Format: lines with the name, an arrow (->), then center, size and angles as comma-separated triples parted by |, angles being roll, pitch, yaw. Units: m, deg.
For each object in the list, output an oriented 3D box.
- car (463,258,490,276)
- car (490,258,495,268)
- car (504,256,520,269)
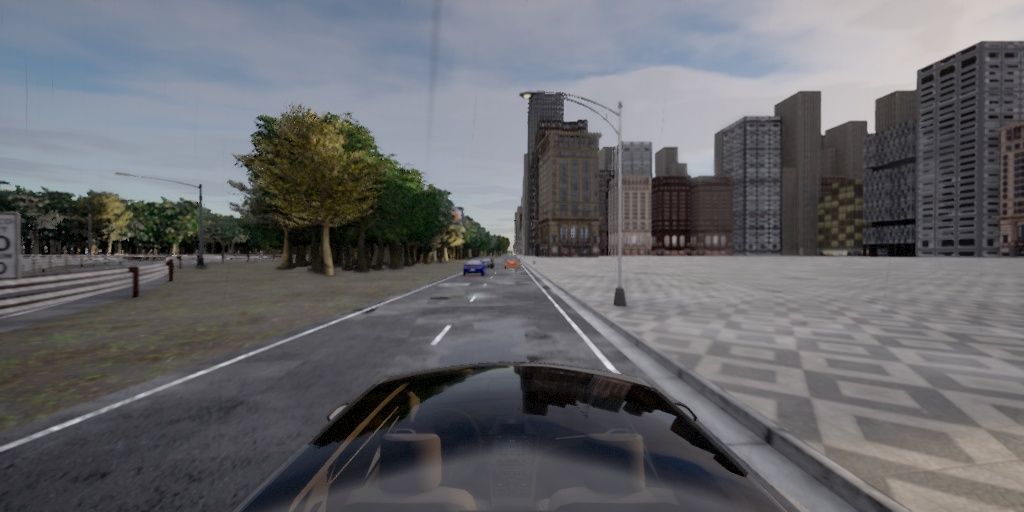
car -> -3.498, 1.044, 34.413 | 1.882, 1.535, 5.008 | 0, 0, 0
car -> -3.450, 0.958, 50.265 | 1.812, 1.442, 4.674 | 0, 1, 0
car -> 0.042, 0.794, 49.067 | 2.097, 1.767, 4.553 | 0, 0, 1
